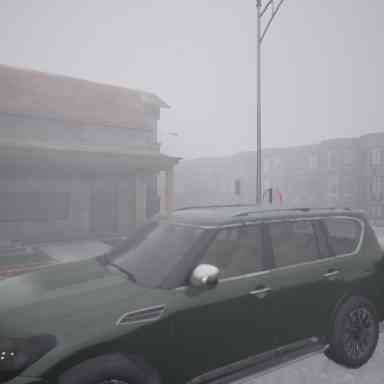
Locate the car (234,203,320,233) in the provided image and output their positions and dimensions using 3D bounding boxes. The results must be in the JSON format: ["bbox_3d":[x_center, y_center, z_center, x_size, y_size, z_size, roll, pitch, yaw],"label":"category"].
[{"bbox_3d":[5.101,1.492,20.634,2.128,1.511,4.902,0,0,-35],"label":"car"}]

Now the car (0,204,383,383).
[{"bbox_3d":[0.277,1.222,4.365,5.566,2.045,2.150,0,0,-30],"label":"car"}]
